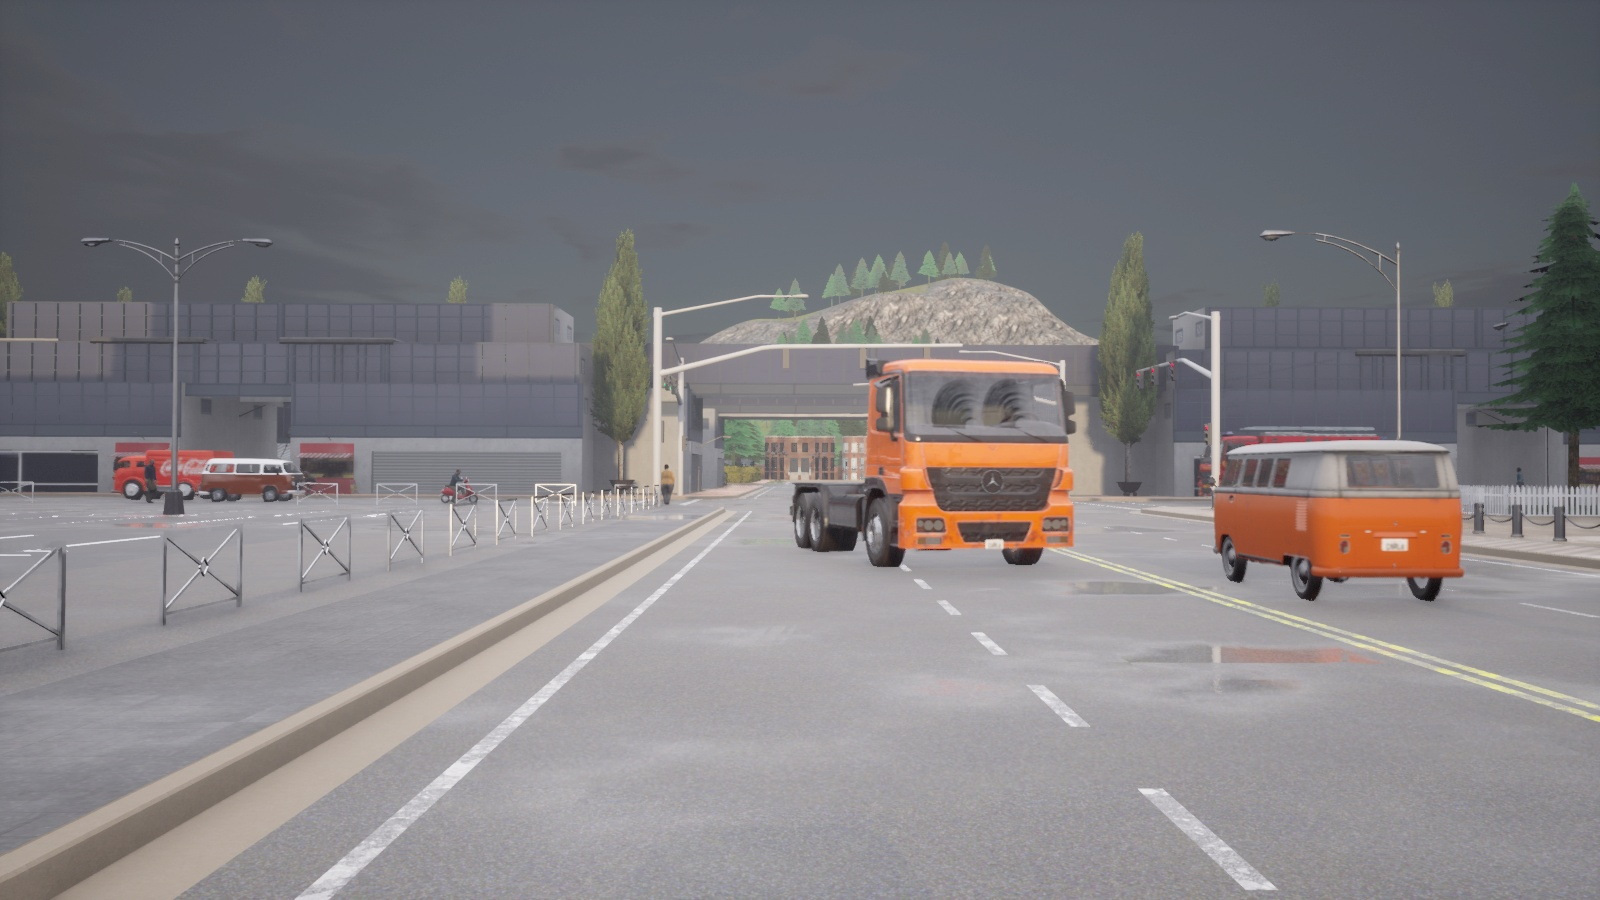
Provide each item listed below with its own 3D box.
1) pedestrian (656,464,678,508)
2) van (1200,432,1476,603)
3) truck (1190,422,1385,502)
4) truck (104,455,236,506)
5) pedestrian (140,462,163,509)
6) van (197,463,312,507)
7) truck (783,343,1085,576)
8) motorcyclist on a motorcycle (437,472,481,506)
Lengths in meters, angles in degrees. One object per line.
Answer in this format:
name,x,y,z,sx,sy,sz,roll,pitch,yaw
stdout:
pedestrian,-5.604,1.517,52.915,0.874,1.855,0.900,0,-1,-6
van,6.962,0.821,16.824,1.775,1.987,4.442,0,-1,0
truck,23.911,0.592,61.934,8.468,3.827,2.891,0,-1,0
truck,-31.137,1.494,62.212,5.204,2.467,2.627,0,-1,2
pedestrian,-26.020,1.421,50.380,0.726,1.842,0.402,-1,-1,16
van,-25.401,1.620,58.554,4.480,2.038,2.069,0,-1,2
truck,2.018,0.208,22.911,2.891,3.462,7.936,0,-1,-14
motorcyclist on a motorcycle,-15.840,1.808,58.317,1.817,1.590,0.866,0,-1,1
